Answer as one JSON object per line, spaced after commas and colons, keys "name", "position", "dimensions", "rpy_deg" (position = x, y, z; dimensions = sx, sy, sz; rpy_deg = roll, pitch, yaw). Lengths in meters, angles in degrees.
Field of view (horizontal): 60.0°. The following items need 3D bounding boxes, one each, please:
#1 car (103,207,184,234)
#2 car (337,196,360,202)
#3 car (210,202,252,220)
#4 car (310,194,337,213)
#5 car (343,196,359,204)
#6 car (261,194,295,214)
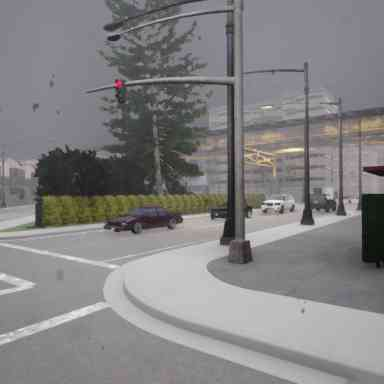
{"name": "car", "position": [-2.697, 1.601, 20.031], "dimensions": [2.033, 1.411, 5.357], "rpy_deg": [-1, 0, 36]}
{"name": "car", "position": [31.989, 1.363, 67.981], "dimensions": [4.536, 1.218, 1.853], "rpy_deg": [0, 0, -29]}
{"name": "car", "position": [3.425, 1.534, 28.477], "dimensions": [1.882, 1.535, 5.008], "rpy_deg": [-1, 0, 36]}
{"name": "car", "position": [14.935, 1.247, 38.088], "dimensions": [2.150, 2.045, 5.566], "rpy_deg": [-1, 0, 35]}
{"name": "car", "position": [31.946, 1.520, 67.954], "dimensions": [4.974, 1.542, 2.038], "rpy_deg": [0, 0, -29]}
{"name": "car", "position": [9.729, 1.280, 37.140], "dimensions": [2.150, 2.045, 5.566], "rpy_deg": [-1, 0, 36]}
